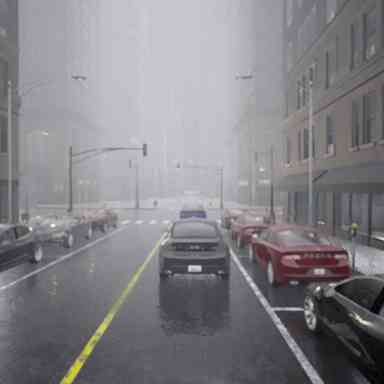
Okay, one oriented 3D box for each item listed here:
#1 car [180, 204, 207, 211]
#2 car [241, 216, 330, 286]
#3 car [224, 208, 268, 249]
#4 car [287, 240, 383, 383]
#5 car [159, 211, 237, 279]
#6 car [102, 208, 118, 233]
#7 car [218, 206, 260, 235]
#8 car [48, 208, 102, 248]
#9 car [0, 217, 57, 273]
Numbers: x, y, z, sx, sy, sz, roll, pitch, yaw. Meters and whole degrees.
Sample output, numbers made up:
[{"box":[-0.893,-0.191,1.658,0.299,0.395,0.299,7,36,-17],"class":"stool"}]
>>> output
[{"box":[0.082,1.613,25.126,1.882,1.535,5.008,0,0,0],"class":"car"},{"box":[2.752,1.596,9.408,1.887,1.381,4.507,-1,0,0],"class":"car"},{"box":[2.752,1.625,14.914,1.887,1.381,4.507,-1,0,0],"class":"car"},{"box":[2.752,1.587,3.904,1.947,1.339,4.313,-1,0,0],"class":"car"},{"box":[0.077,1.560,10.210,1.837,1.490,4.892,0,0,0],"class":"car"},{"box":[-5.773,1.654,20.419,1.887,1.381,4.507,-1,0,0],"class":"car"},{"box":[2.752,1.655,20.419,1.887,1.381,4.507,-1,0,0],"class":"car"},{"box":[-5.773,1.631,14.914,2.008,1.369,4.403,-1,0,0],"class":"car"},{"box":[-5.773,1.616,9.409,1.947,1.339,4.313,-1,0,0],"class":"car"}]
